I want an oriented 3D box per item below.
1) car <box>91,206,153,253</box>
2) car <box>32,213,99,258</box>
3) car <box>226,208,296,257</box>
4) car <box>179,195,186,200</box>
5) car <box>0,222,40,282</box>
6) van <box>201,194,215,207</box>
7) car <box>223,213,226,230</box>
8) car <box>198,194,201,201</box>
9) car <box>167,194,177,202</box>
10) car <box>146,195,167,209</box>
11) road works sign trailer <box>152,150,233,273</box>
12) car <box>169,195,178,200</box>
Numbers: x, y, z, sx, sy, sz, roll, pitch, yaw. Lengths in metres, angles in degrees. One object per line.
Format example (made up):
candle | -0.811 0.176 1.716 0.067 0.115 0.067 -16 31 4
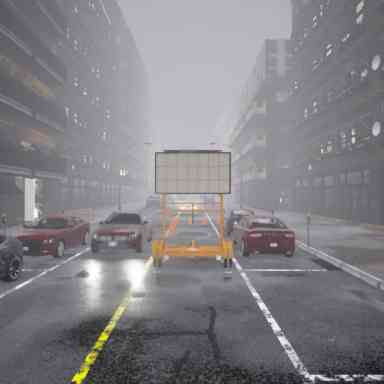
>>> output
car | -2.720 1.529 13.756 1.812 1.442 4.674 0 0 0
car | -5.278 1.548 12.771 1.887 1.381 4.507 1 0 0
car | 2.602 1.548 12.784 1.887 1.381 4.507 1 0 0
car | -2.553 1.595 90.640 1.994 1.385 4.181 0 0 0
car | -5.291 1.568 7.100 1.947 1.339 4.313 1 0 0
van | 2.691 1.353 52.480 1.690 1.788 3.998 1 0 0
car | 2.615 1.555 18.455 2.008 1.369 4.403 1 0 0
car | 2.766 1.335 86.505 2.192 1.841 5.009 1 0 0
car | -5.139 1.332 75.151 2.192 1.841 5.009 1 0 0
car | -5.201 1.325 46.796 2.192 1.841 5.009 1 0 0
road works sign trailer | 0.028 0.467 10.636 2.380 3.560 2.880 0 0 0
car | -5.105 1.573 92.163 2.008 1.369 4.403 1 0 0
